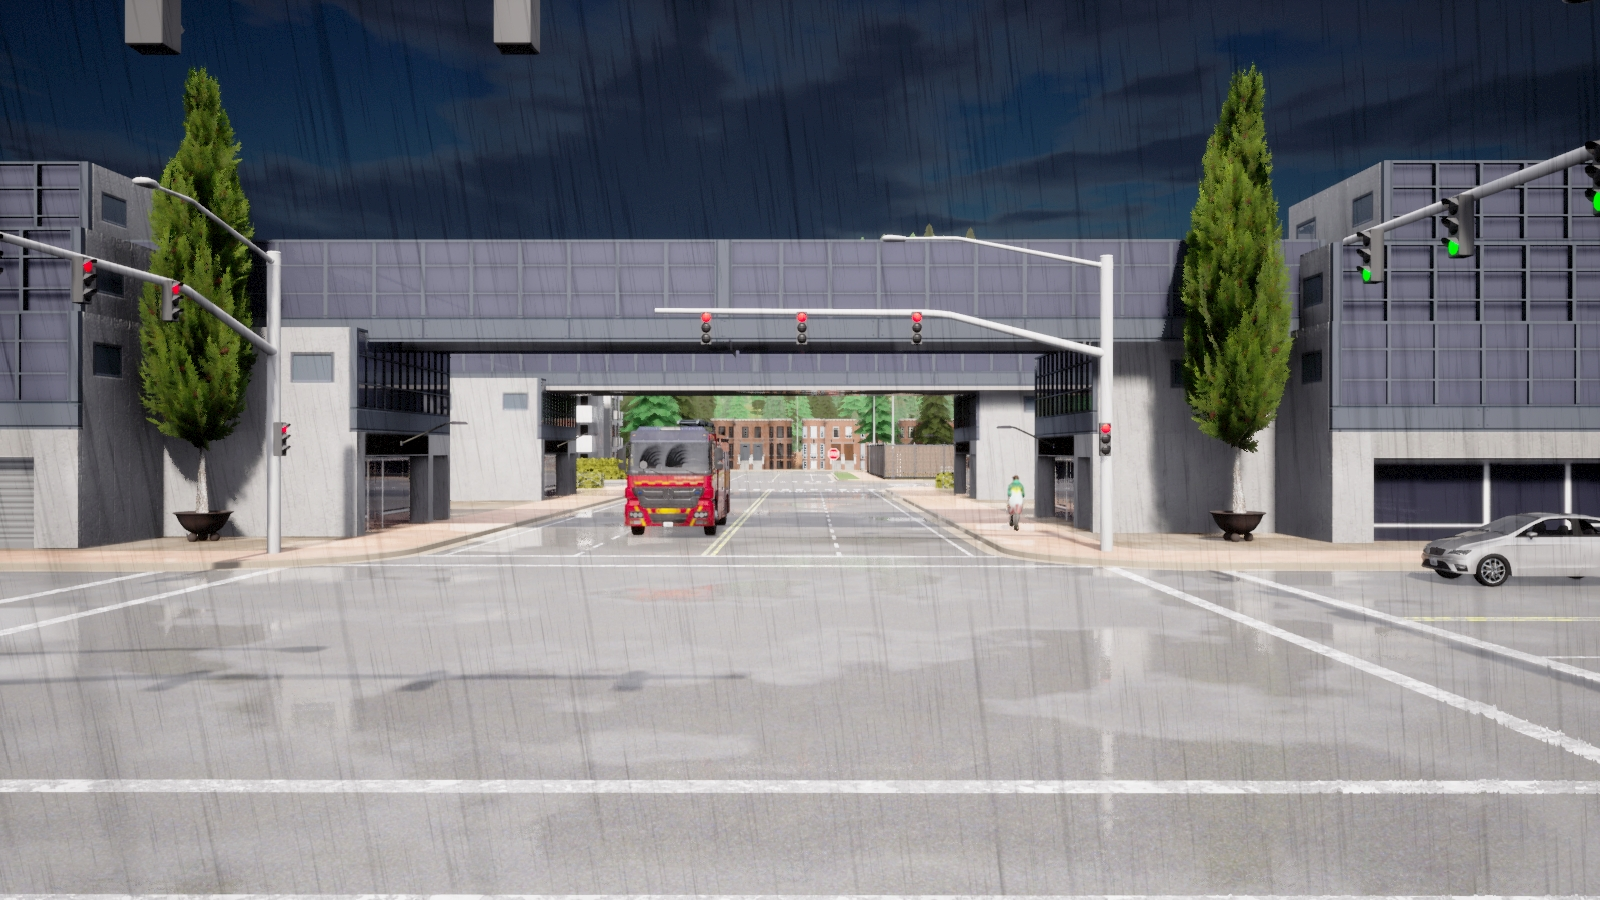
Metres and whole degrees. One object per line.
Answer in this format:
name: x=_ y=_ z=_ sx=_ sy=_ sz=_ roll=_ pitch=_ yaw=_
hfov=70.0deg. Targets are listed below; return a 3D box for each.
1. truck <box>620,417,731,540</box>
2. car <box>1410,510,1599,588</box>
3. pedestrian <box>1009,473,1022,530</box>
truck: x=-4.133 y=0.890 z=39.814 sx=2.891 sy=3.827 sz=8.468 roll=0 pitch=0 yaw=0
car: x=15.490 y=2.066 z=24.189 sx=4.193 sy=1.474 sz=1.816 roll=0 pitch=0 yaw=0
pedestrian: x=7.142 y=1.698 z=37.842 sx=0.375 sy=1.860 sz=0.375 roll=0 pitch=0 yaw=2
